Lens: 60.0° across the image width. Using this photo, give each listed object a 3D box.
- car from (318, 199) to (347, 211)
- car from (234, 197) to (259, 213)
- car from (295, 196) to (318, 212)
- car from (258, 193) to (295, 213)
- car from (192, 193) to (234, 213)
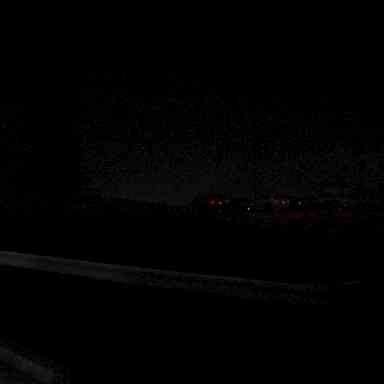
[{"bbox_3d":[15.236,1.497,37.999,1.895,1.301,4.718,0,0,-20],"label":"car"},{"bbox_3d":[4.888,1.418,35.743,1.837,1.490,4.892,0,0,-20],"label":"car"},{"bbox_3d":[11.581,1.253,37.816,2.097,1.767,4.553,0,0,-20],"label":"car"},{"bbox_3d":[8.382,1.129,36.377,2.150,2.045,5.566,0,0,-20],"label":"car"},{"bbox_3d":[1.786,1.142,34.024,2.150,2.045,5.566,0,0,-20],"label":"car"}]
